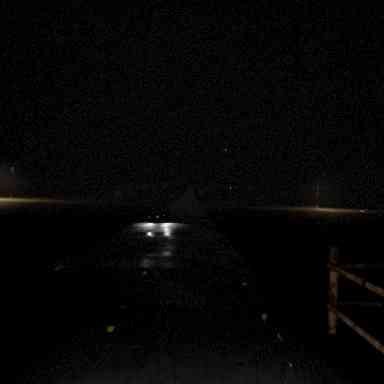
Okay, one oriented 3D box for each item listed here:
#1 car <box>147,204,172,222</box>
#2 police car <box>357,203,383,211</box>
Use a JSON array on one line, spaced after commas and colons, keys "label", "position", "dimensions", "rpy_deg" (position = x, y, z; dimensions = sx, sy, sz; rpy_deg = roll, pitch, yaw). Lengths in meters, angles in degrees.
[{"label": "car", "position": [-2.862, 1.861, 30.076], "dimensions": [1.837, 1.490, 4.892], "rpy_deg": [0, -1, 0]}, {"label": "police car", "position": [38.940, 3.247, 72.542], "dimensions": [5.238, 1.638, 1.930], "rpy_deg": [2, 0, 0]}]
